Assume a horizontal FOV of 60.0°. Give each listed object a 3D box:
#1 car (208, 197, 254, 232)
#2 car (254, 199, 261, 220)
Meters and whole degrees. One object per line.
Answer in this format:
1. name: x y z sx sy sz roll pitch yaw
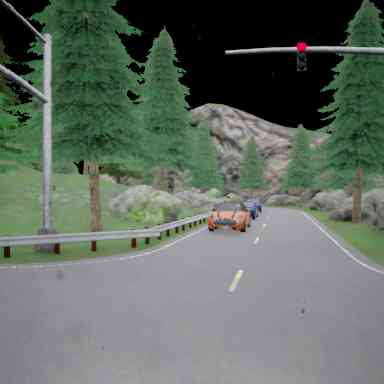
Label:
1. car: 2.368 1.383 20.291 2.097 1.767 4.553 0 0 15
2. car: 4.734 1.522 29.116 1.882 1.535 5.008 0 0 15
